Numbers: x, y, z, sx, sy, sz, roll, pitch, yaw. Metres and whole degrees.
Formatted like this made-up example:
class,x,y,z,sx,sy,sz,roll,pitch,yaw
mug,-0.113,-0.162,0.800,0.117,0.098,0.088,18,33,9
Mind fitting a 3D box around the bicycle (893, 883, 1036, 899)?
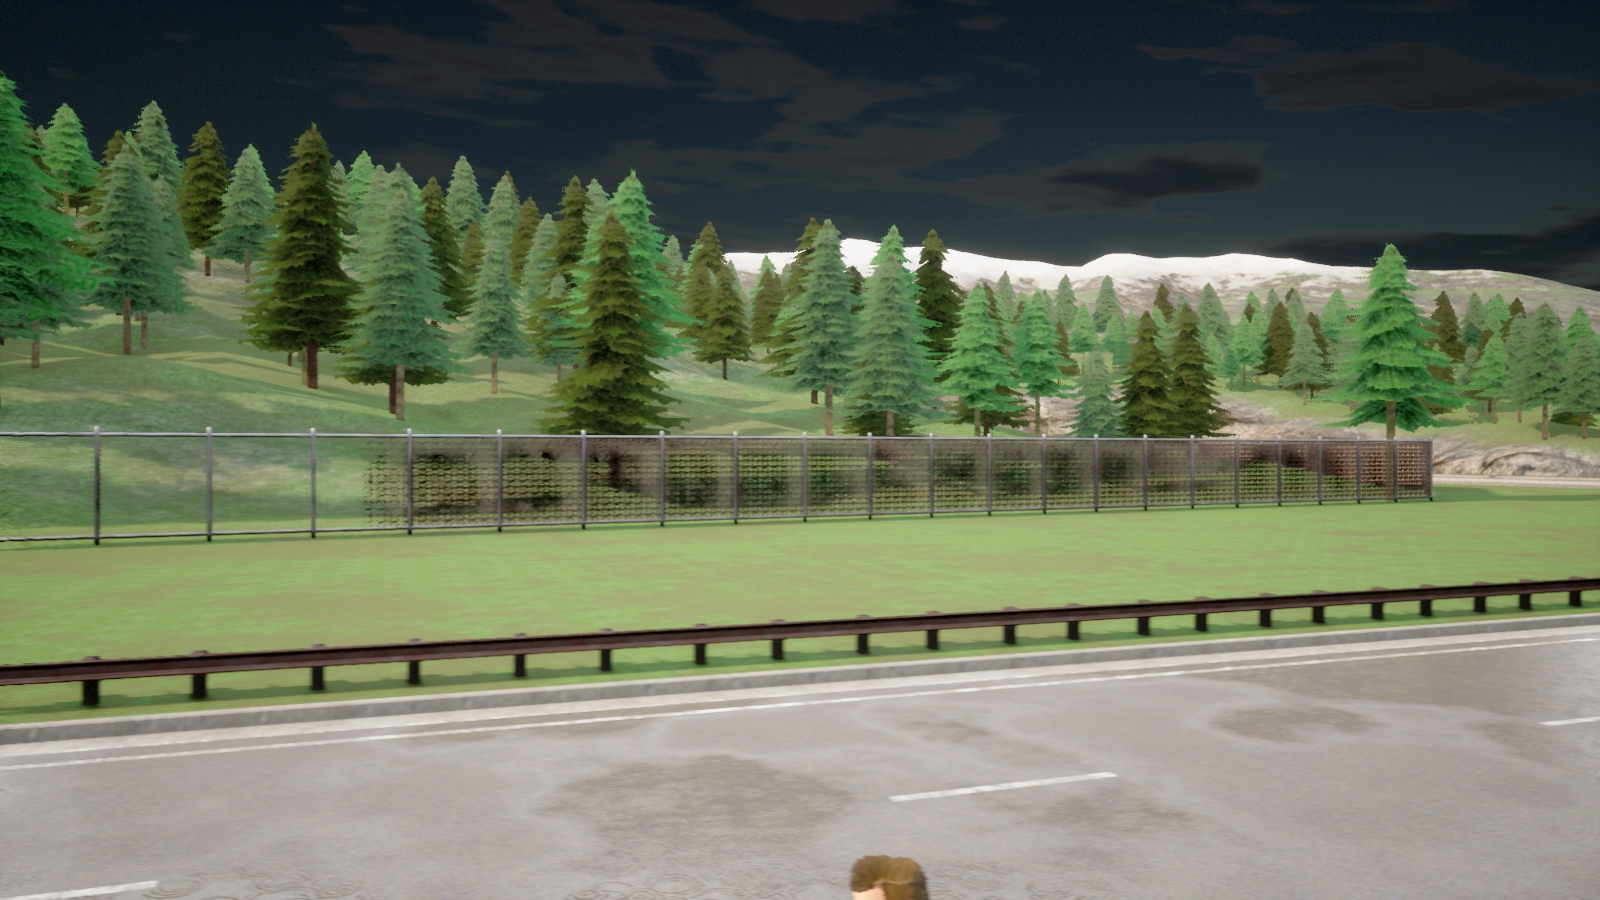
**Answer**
class,x,y,z,sx,sy,sz,roll,pitch,yaw
bicycle,0.188,2.157,3.353,1.487,1.277,0.859,0,0,-20
